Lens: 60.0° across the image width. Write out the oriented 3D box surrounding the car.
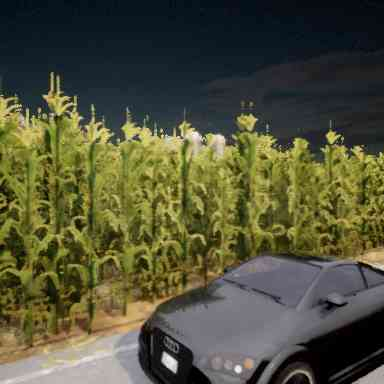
[{"bbox_3d":[1.400,1.563,4.568,4.181,1.385,1.994,0,0,-35],"label":"car"}]
